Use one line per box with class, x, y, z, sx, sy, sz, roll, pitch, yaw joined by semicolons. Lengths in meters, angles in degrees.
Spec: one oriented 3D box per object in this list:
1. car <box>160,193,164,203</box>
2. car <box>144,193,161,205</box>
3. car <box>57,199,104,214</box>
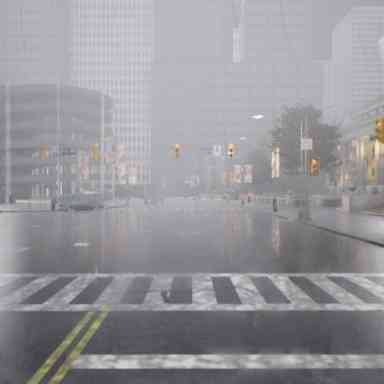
car;-7.129;1.190;71.130;2.150;2.045;5.566;0;0;-3
car;-7.047;1.463;57.190;2.128;1.511;4.902;0;0;0
car;-11.693;1.474;35.174;4.902;1.511;2.128;0;0;-42
